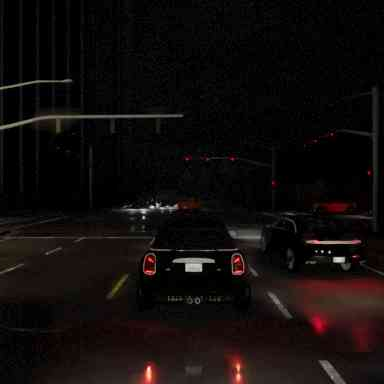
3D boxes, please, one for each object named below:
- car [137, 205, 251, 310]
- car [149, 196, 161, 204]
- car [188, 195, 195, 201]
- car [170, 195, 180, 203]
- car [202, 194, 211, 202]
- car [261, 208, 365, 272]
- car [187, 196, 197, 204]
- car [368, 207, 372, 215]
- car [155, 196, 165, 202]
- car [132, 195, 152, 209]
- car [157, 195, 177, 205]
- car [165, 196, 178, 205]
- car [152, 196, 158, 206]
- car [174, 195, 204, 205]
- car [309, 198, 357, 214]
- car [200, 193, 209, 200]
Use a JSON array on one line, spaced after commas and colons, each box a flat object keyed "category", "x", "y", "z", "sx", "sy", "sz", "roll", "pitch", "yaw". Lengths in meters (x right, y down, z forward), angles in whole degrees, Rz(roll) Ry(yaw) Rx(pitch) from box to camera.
[{"category": "car", "x": 0.043, "y": 1.352, "z": 7.992, "sx": 2.097, "sy": 1.767, "sz": 4.553, "roll": 0, "pitch": 0, "yaw": 0}, {"category": "car", "x": -7.164, "y": 1.525, "z": 64.195, "sx": 1.812, "sy": 1.442, "sz": 4.674, "roll": 0, "pitch": 0, "yaw": 0}, {"category": "car", "x": -0.155, "y": 1.594, "z": 88.205, "sx": 1.895, "sy": 1.301, "sz": 4.718, "roll": 0, "pitch": 0, "yaw": 0}, {"category": "car", "x": -3.624, "y": 1.499, "z": 70.530, "sx": 1.837, "sy": 1.490, "sz": 4.892, "roll": 0, "pitch": 0, "yaw": 0}, {"category": "car", "x": 3.364, "y": 1.518, "z": 77.434, "sx": 1.812, "sy": 1.442, "sz": 4.674, "roll": 0, "pitch": 0, "yaw": 0}, {"category": "car", "x": 3.600, "y": 1.491, "z": 10.801, "sx": 2.128, "sy": 1.511, "sz": 4.902, "roll": 0, "pitch": 0, "yaw": -3}, {"category": "car", "x": -0.018, "y": 1.546, "z": 66.986, "sx": 2.033, "sy": 1.411, "sz": 5.357, "roll": 0, "pitch": 0, "yaw": 0}, {"category": "car", "x": 19.044, "y": 1.581, "z": 31.166, "sx": 4.674, "sy": 1.442, "sz": 1.812, "roll": 0, "pitch": 0, "yaw": 0}, {"category": "car", "x": -7.131, "y": 1.593, "z": 74.238, "sx": 1.895, "sy": 1.301, "sz": 4.718, "roll": 0, "pitch": 0, "yaw": 0}, {"category": "car", "x": -7.175, "y": 1.525, "z": 46.496, "sx": 1.812, "sy": 1.442, "sz": 4.674, "roll": 0, "pitch": 0, "yaw": 0}, {"category": "car", "x": -3.678, "y": 1.547, "z": 50.817, "sx": 2.033, "sy": 1.411, "sz": 5.357, "roll": 0, "pitch": 0, "yaw": 0}, {"category": "car", "x": -3.678, "y": 1.491, "z": 60.320, "sx": 2.128, "sy": 1.511, "sz": 4.902, "roll": 0, "pitch": 0, "yaw": 0}, {"category": "car", "x": -7.184, "y": 1.351, "z": 55.399, "sx": 2.097, "sy": 1.767, "sz": 4.553, "roll": 0, "pitch": 0, "yaw": 0}, {"category": "car", "x": -0.289, "y": 1.497, "z": 39.504, "sx": 1.882, "sy": 1.535, "sz": 5.008, "roll": 1, "pitch": 1, "yaw": 12}, {"category": "car", "x": 14.610, "y": 1.407, "z": 34.741, "sx": 4.553, "sy": 1.767, "sz": 2.097, "roll": 0, "pitch": 0, "yaw": 2}, {"category": "car", "x": 3.346, "y": 1.215, "z": 87.514, "sx": 2.097, "sy": 1.767, "sz": 4.553, "roll": 0, "pitch": 0, "yaw": 0}]
